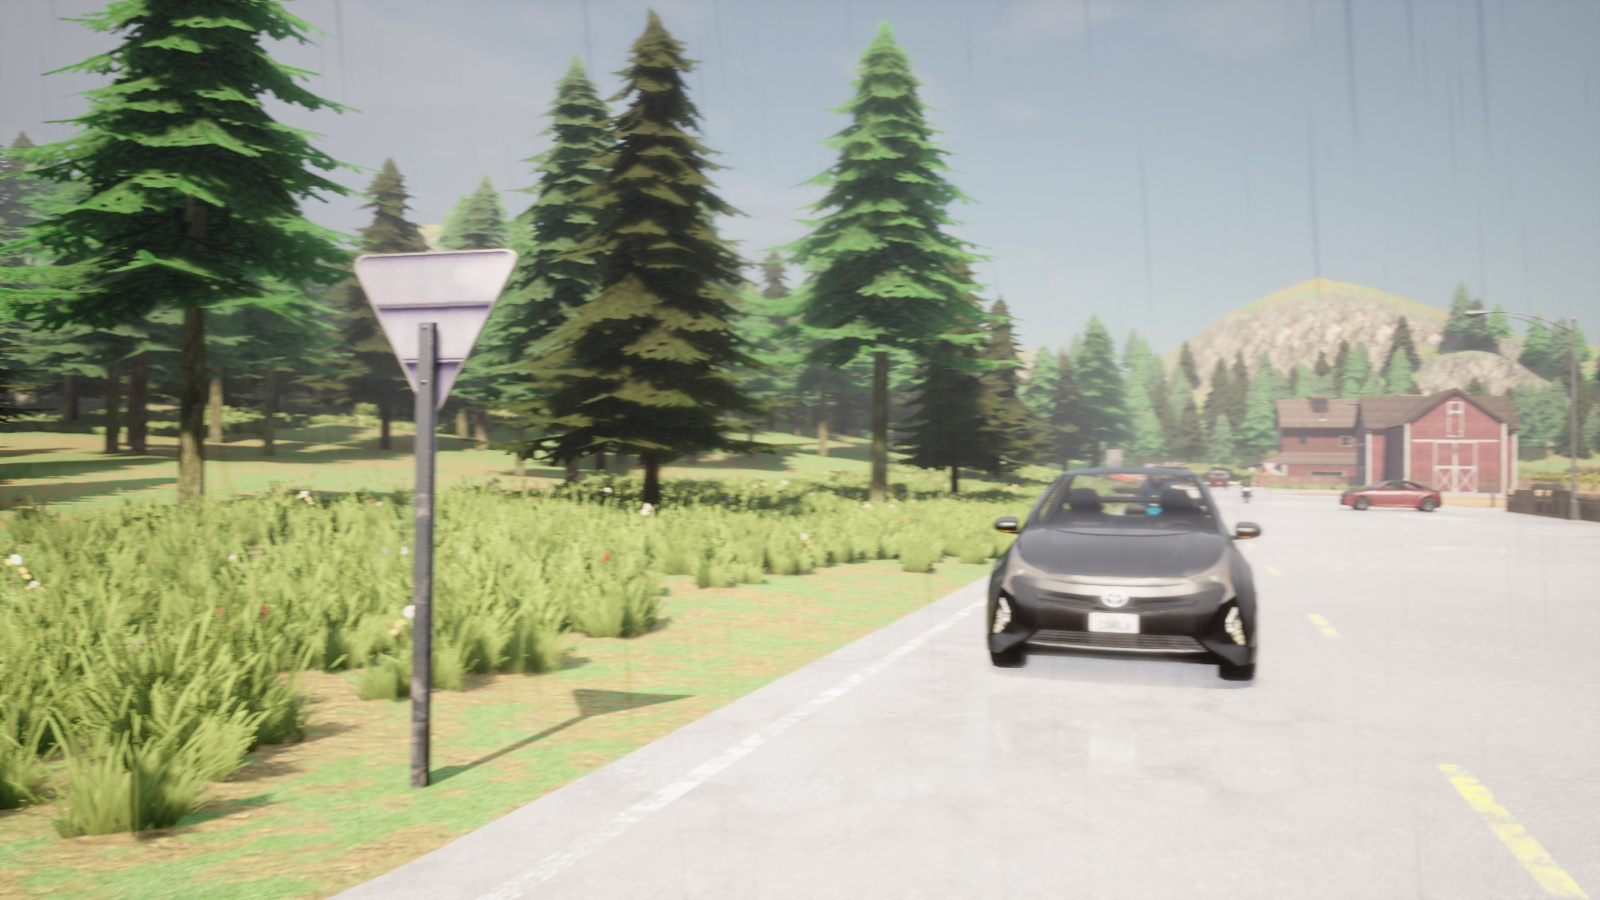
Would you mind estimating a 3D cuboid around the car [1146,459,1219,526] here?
[{"bbox_3d":[11.261,1.204,36.929,1.932,1.855,4.605,0,-1,18],"label":"car"}]

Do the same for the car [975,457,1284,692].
[{"bbox_3d":[2.864,0.849,10.590,2.007,1.525,4.514,0,-1,18],"label":"car"}]
